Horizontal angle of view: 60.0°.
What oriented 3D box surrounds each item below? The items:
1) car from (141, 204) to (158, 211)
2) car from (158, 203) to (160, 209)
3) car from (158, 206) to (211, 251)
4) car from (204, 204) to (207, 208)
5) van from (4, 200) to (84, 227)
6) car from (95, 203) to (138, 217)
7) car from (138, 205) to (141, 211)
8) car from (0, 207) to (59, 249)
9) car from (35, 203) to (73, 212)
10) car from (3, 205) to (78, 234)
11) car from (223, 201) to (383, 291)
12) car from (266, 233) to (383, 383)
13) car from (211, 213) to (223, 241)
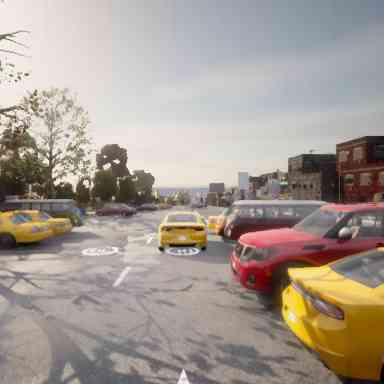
[{"bbox_3d":[-9.896,3.251,68.119,4.674,1.452,2.002,0,-2,-1],"label":"car"},{"bbox_3d":[-9.948,3.326,71.394,4.892,1.521,2.231,0,-2,-1],"label":"car"},{"bbox_3d":[-0.410,1.591,14.698,1.882,1.535,5.008,0,-1,-1],"label":"car"},{"bbox_3d":[3.577,1.658,19.527,5.366,1.575,1.946,0,-1,-1],"label":"car"},{"bbox_3d":[-8.772,1.447,19.862,4.442,1.987,1.878,0,-1,-1],"label":"van"},{"bbox_3d":[-9.392,2.294,40.634,4.674,1.452,2.002,0,-2,-1],"label":"car"},{"bbox_3d":[-9.518,2.238,43.806,4.553,1.767,2.185,0,-2,-1],"label":"car"},{"bbox_3d":[-8.934,1.580,14.398,5.366,1.575,1.946,0,-1,-1],"label":"car"},{"bbox_3d":[-22.858,2.557,55.201,5.357,1.411,2.033,1,1,-2],"label":"car"},{"bbox_3d":[-9.002,1.621,17.058,5.366,1.575,1.946,0,-1,-1],"label":"car"},{"bbox_3d":[3.682,1.253,7.383,5.566,2.045,2.435,0,-1,-2],"label":"car"},{"bbox_3d":[3.794,1.490,4.466,5.008,1.535,2.097,0,0,-2],"label":"car"},{"bbox_3d":[3.436,1.484,16.607,4.553,1.767,2.185,0,-1,-1],"label":"car"}]
